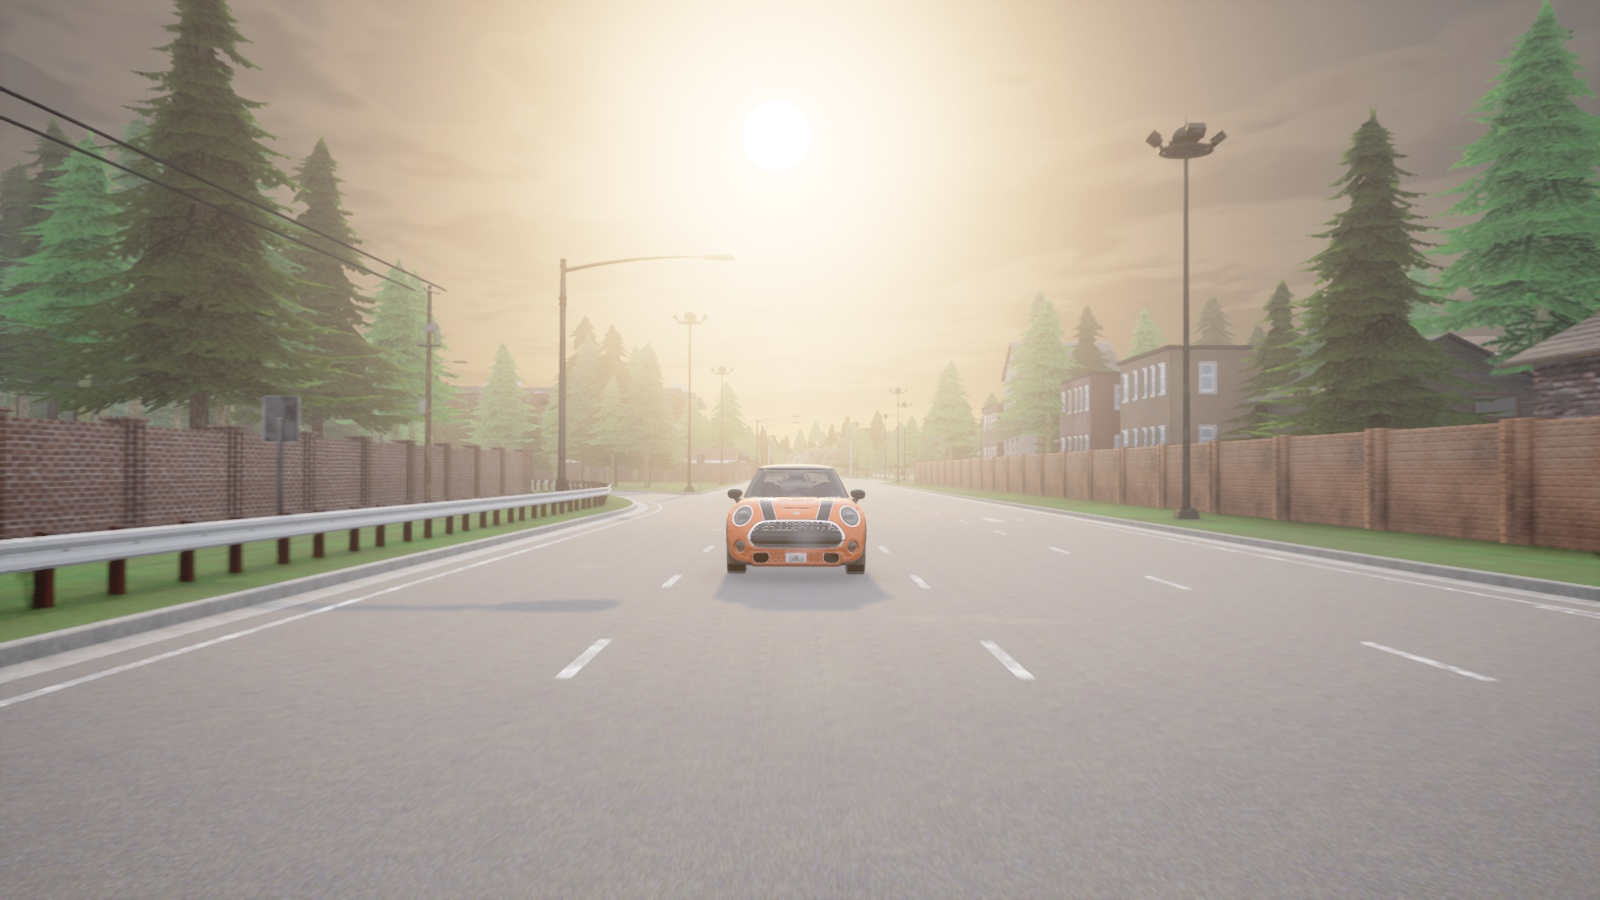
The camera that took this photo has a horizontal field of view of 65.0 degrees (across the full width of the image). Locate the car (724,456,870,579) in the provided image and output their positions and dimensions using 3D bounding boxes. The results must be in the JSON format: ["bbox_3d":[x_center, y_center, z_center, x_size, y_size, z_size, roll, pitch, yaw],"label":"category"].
[{"bbox_3d":[-0.050,1.014,20.399,2.097,1.767,4.553,0,-1,0],"label":"car"}]
